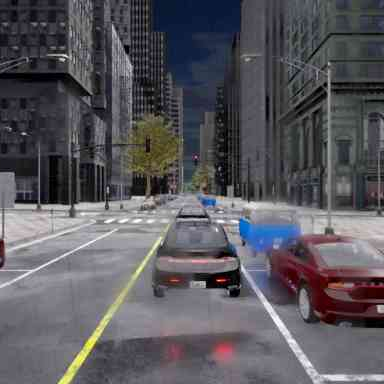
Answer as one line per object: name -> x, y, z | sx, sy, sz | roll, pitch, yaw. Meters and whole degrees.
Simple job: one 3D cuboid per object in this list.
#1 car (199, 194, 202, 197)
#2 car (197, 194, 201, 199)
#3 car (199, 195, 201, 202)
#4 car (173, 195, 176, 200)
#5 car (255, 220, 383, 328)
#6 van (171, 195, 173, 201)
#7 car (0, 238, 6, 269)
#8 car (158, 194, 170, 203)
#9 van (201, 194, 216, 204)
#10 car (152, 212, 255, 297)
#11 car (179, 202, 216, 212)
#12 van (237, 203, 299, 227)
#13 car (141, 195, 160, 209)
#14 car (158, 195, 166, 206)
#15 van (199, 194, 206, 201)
car -> 2.679, 1.579, 61.340 | 1.887, 1.381, 4.507 | 0, 0, 0
car -> 2.664, 1.599, 72.167 | 2.008, 1.369, 4.403 | 0, 0, 0
car -> 2.687, 1.595, 55.927 | 1.947, 1.339, 4.313 | 0, 0, 0
car -> -5.882, 1.636, 87.417 | 1.947, 1.339, 4.313 | 0, 0, 0
car -> 2.769, 1.545, 7.004 | 1.887, 1.381, 4.507 | 0, 0, 0
van -> -5.867, 1.395, 76.840 | 1.690, 1.788, 3.998 | 0, 0, 0
car -> -5.786, 1.545, 7.011 | 1.887, 1.381, 4.507 | 0, 0, 0
car -> -5.844, 1.349, 60.974 | 2.192, 1.841, 5.009 | 0, 0, 0
van -> 2.695, 1.365, 50.514 | 1.690, 1.788, 3.998 | 0, 0, 0
car -> 0.089, 1.492, 8.542 | 2.128, 1.511, 4.902 | 0, 0, 0
car -> 0.061, 1.495, 17.928 | 2.128, 1.511, 4.902 | 0, 0, 1
van -> 2.763, 1.343, 12.530 | 1.690, 1.788, 3.998 | 0, 0, 0
car -> -5.829, 1.545, 44.934 | 1.752, 1.417, 4.829 | 0, 0, 0
car -> -5.838, 1.574, 55.684 | 1.887, 1.381, 4.507 | 0, 0, 0
van -> 2.650, 1.404, 82.994 | 1.690, 1.788, 3.998 | 0, 0, 0
